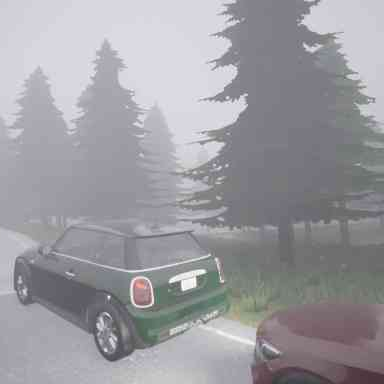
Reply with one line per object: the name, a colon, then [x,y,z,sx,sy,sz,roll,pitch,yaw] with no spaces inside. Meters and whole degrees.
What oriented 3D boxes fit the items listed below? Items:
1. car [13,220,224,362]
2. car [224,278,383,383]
car: [-1.576,1.309,6.208,4.553,1.767,2.097,1,1,44]
car: [2.757,1.532,2.591,4.674,1.442,1.812,1,0,36]
